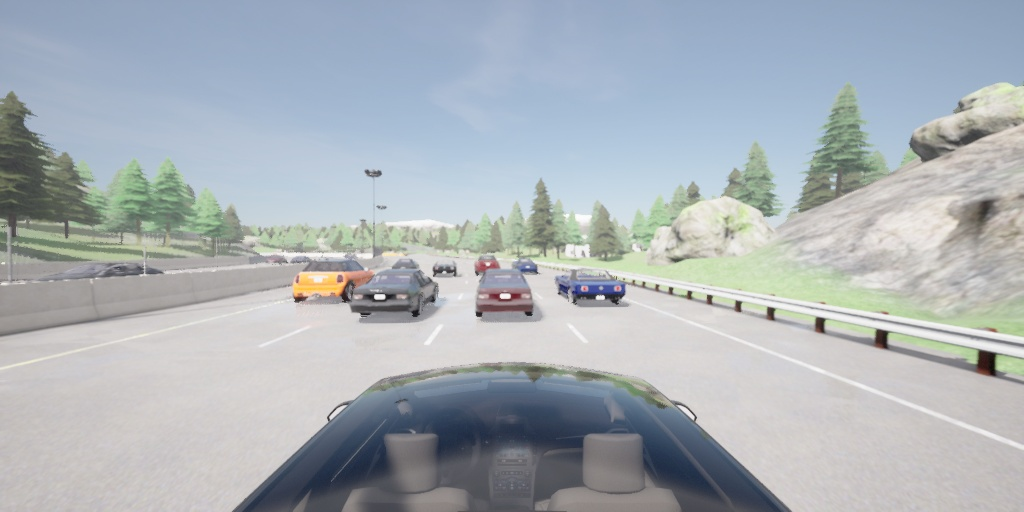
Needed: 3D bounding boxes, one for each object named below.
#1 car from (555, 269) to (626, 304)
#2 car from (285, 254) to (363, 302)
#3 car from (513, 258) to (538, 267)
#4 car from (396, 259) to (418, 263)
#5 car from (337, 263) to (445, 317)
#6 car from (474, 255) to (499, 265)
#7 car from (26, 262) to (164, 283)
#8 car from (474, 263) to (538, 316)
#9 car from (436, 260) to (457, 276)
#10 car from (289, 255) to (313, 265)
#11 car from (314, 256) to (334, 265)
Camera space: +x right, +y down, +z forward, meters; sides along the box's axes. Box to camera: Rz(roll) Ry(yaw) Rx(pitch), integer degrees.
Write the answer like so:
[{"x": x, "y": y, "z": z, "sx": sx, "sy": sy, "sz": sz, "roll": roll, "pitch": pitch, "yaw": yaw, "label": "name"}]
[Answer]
[{"x": 3.043, "y": 1.169, "z": 15.039, "sx": 1.895, "sy": 1.301, "sz": 4.718, "roll": 0, "pitch": 1, "yaw": -3, "label": "car"}, {"x": -7.547, "y": 0.915, "z": 15.802, "sx": 2.097, "sy": 1.767, "sz": 4.553, "roll": 0, "pitch": 1, "yaw": -4, "label": "car"}, {"x": 1.073, "y": 0.889, "z": 33.071, "sx": 1.994, "sy": 1.385, "sz": 4.181, "roll": 0, "pitch": 1, "yaw": -8, "label": "car"}, {"x": -9.349, "y": 0.913, "z": 31.781, "sx": 1.994, "sy": 1.385, "sz": 4.181, "roll": 0, "pitch": 1, "yaw": -9, "label": "car"}, {"x": -3.825, "y": 1.154, "z": 12.520, "sx": 2.033, "sy": 1.411, "sz": 5.357, "roll": 0, "pitch": 1, "yaw": -3, "label": "car"}, {"x": -2.289, "y": 0.695, "z": 31.864, "sx": 2.097, "sy": 1.767, "sz": 4.553, "roll": 0, "pitch": 1, "yaw": -8, "label": "car"}, {"x": -18.357, "y": 1.059, "z": 16.103, "sx": 2.128, "sy": 1.511, "sz": 4.902, "roll": 0, "pitch": 1, "yaw": -5, "label": "car"}, {"x": -0.325, "y": 1.150, "z": 12.632, "sx": 2.033, "sy": 1.411, "sz": 5.357, "roll": 0, "pitch": 1, "yaw": -3, "label": "car"}, {"x": -5.599, "y": 0.967, "z": 30.377, "sx": 1.895, "sy": 1.301, "sz": 4.718, "roll": 0, "pitch": 1, "yaw": -8, "label": "car"}, {"x": -32.688, "y": 0.589, "z": 55.631, "sx": 2.033, "sy": 1.411, "sz": 5.357, "roll": 0, "pitch": 1, "yaw": -17, "label": "car"}, {"x": -28.945, "y": 0.644, "z": 55.369, "sx": 1.895, "sy": 1.301, "sz": 4.718, "roll": 0, "pitch": 1, "yaw": -17, "label": "car"}]
